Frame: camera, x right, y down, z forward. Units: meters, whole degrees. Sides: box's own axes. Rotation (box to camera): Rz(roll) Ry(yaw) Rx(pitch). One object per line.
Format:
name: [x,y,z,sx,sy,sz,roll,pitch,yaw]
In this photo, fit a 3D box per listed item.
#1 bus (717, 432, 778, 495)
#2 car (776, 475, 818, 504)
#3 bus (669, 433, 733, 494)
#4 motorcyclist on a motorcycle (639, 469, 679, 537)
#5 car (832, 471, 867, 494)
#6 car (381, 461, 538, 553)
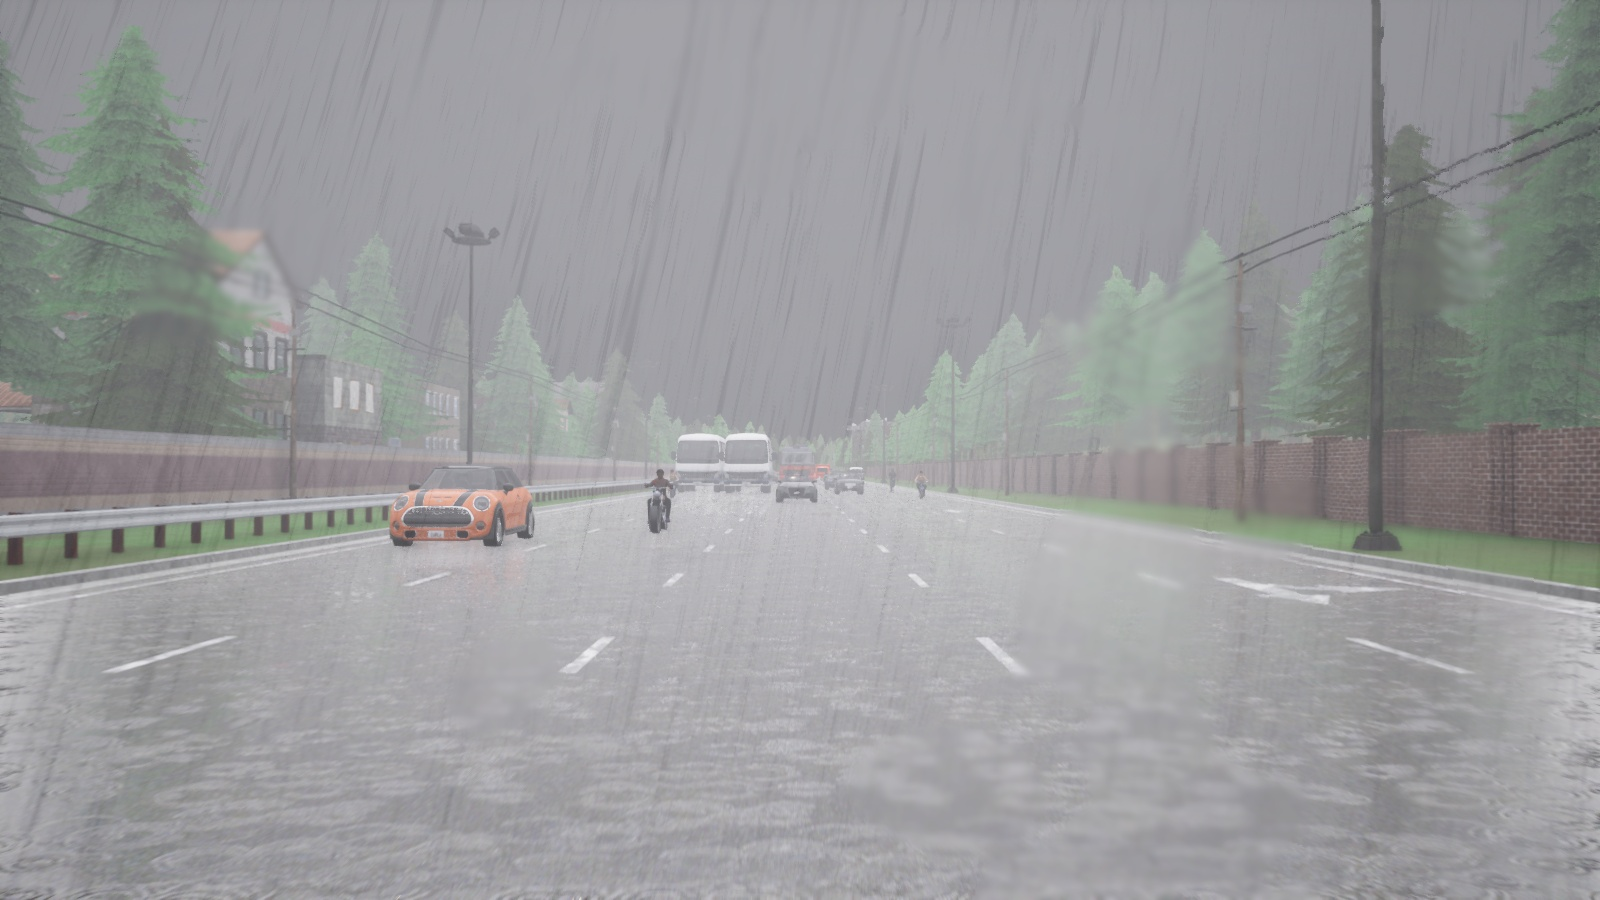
bus: [-3.675,0.987,91.067,3.944,4.253,10.273,-1,-1,0]
car: [-0.151,1.932,62.914,1.994,1.385,4.181,0,-1,0]
bus: [-7.229,1.024,93.047,3.944,4.253,10.273,0,-1,0]
motorcyclist on a motorcycle: [-3.577,1.315,31.982,0.766,1.649,2.350,0,-1,0]
car: [3.297,2.173,84.549,2.128,1.511,4.902,0,-1,0]
car: [-7.065,1.147,26.606,2.097,1.767,4.553,0,-1,0]
